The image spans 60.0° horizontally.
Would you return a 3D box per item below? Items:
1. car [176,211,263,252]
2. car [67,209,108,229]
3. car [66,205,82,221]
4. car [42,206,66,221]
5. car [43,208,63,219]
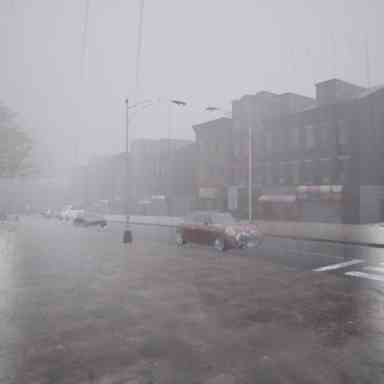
[{"bbox_3d":[1.152,1.693,15.727,2.097,1.767,4.553,0,-2,-36],"label":"car"},{"bbox_3d":[-9.548,2.568,30.752,2.033,1.411,5.357,0,-2,-35],"label":"car"},{"bbox_3d":[-16.589,2.897,45.705,2.150,2.045,5.566,0,-2,-35],"label":"car"},{"bbox_3d":[-18.568,2.810,43.568,2.128,1.511,4.902,0,-2,-35],"label":"car"},{"bbox_3d":[-22.713,3.482,54.297,2.097,1.767,4.553,0,-2,-36],"label":"car"}]
